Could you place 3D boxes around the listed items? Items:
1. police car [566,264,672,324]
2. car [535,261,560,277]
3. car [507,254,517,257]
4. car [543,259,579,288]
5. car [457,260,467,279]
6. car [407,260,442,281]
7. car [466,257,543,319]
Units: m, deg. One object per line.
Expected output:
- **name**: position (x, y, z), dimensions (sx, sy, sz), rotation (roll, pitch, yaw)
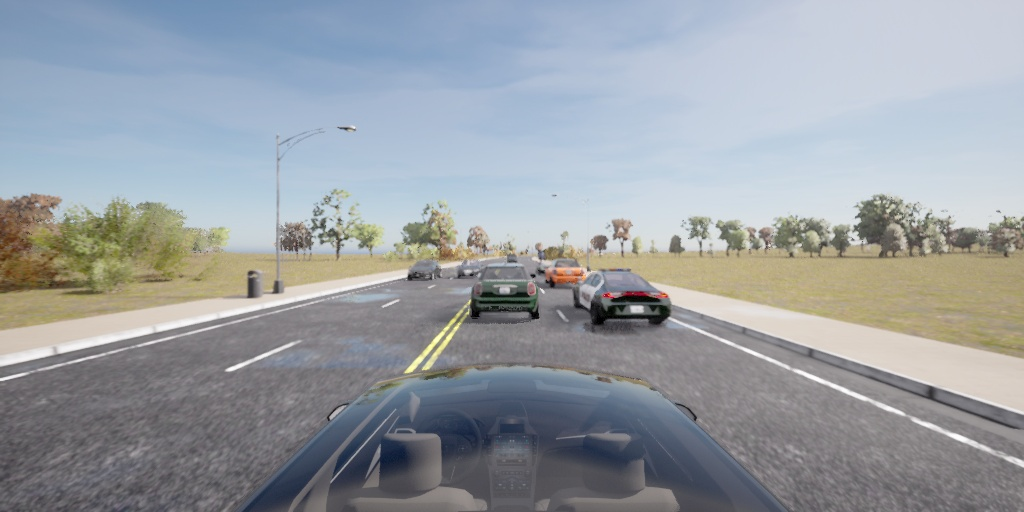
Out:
- **police car**: position (3.250, 1.188, 11.722), dimensions (2.038, 1.542, 4.974), rotation (0, 0, 0)
- **car**: position (3.249, 1.132, 33.752), dimensions (1.895, 1.301, 4.718), rotation (0, 0, 0)
- **car**: position (0.063, 0.855, 59.588), dimensions (1.837, 1.490, 4.892), rotation (0, 1, 0)
- **car**: position (3.250, 0.959, 22.690), dimensions (2.097, 1.767, 4.553), rotation (0, 0, 0)
- **car**: position (-3.346, 1.051, 29.471), dimensions (2.128, 1.511, 4.902), rotation (0, 0, 0)
- **car**: position (-6.596, 1.078, 27.504), dimensions (1.837, 1.490, 4.892), rotation (0, 0, 0)
- **car**: position (-0.179, 1.027, 12.656), dimensions (2.097, 1.767, 4.553), rotation (0, 0, 1)
